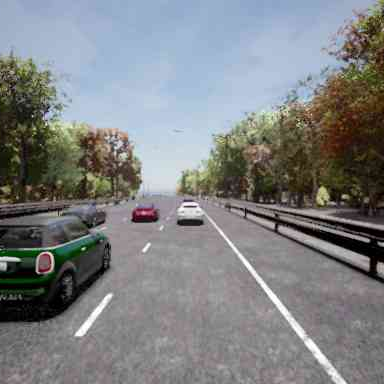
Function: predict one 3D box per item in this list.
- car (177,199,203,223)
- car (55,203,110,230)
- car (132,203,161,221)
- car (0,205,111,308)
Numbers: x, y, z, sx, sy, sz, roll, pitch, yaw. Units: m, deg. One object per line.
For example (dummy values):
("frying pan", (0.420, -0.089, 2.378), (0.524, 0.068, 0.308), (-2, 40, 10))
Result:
("car", (-0.141, 1.518, 25.006), (1.812, 1.442, 4.674), (0, 0, -1))
("car", (-7.099, 1.541, 22.261), (2.033, 1.411, 5.357), (0, 0, -1))
("car", (-3.682, 1.558, 27.183), (1.994, 1.385, 4.181), (0, 0, -1))
("car", (-3.441, 1.342, 8.037), (2.097, 1.767, 4.553), (0, 0, 0))
